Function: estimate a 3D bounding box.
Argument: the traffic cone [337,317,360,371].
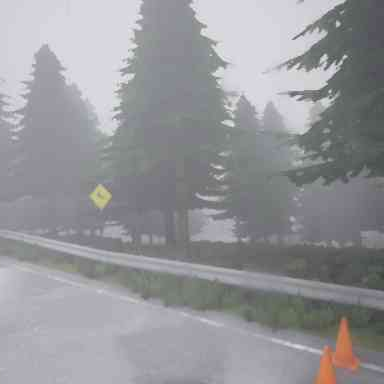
[{"bbox_3d":[2.009,1.956,4.400,0.340,0.580,0.340,0,0,35],"label":"traffic cone"}]

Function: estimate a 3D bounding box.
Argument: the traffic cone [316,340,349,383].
[{"bbox_3d":[1.447,1.956,3.577,0.340,0.580,0.340,0,0,35],"label":"traffic cone"}]
